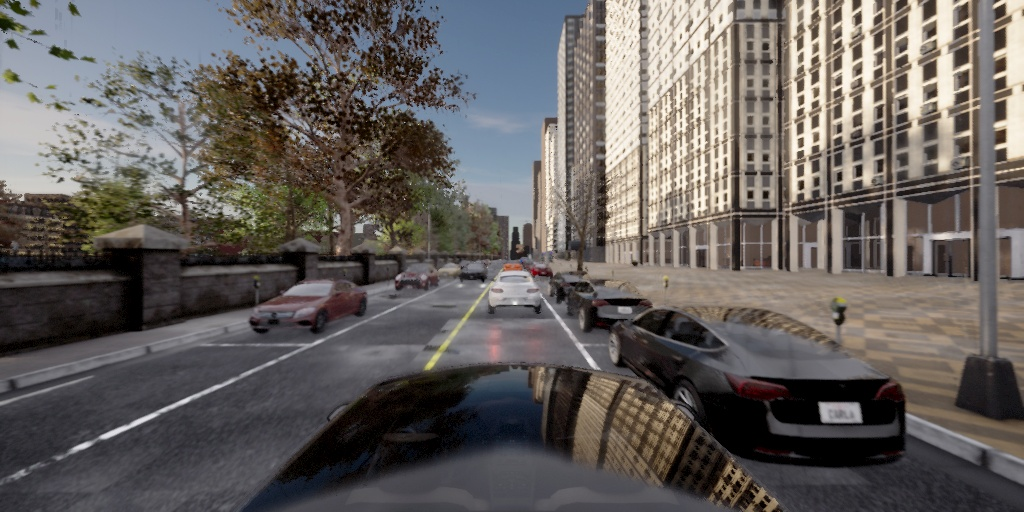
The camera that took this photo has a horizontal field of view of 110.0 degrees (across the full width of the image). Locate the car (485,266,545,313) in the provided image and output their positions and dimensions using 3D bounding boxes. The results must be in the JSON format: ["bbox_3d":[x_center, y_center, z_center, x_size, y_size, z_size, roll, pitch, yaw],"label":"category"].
[{"bbox_3d":[0.099,1.285,13.997,1.812,1.442,4.674,0,0,0],"label":"car"}]

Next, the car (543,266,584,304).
[{"bbox_3d":[2.687,1.328,16.280,1.948,1.339,4.313,0,0,0],"label":"car"}]

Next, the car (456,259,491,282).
[{"bbox_3d":[-3.004,1.281,29.098,1.882,1.535,5.008,0,0,0],"label":"car"}]

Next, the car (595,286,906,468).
[{"bbox_3d":[2.688,1.318,5.015,1.948,1.339,4.313,0,0,0],"label":"car"}]

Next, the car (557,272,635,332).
[{"bbox_3d":[2.687,1.323,10.647,1.948,1.339,4.313,0,0,0],"label":"car"}]

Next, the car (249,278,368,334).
[{"bbox_3d":[-5.693,1.338,10.646,1.802,1.307,4.207,0,0,0],"label":"car"}]

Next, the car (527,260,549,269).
[{"bbox_3d":[2.685,1.327,33.178,1.888,1.381,4.507,0,0,0],"label":"car"}]

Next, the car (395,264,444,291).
[{"bbox_3d":[-5.694,1.207,21.911,1.967,1.591,4.097,0,0,0],"label":"car"}]

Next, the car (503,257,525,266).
[{"bbox_3d":[0.095,1.144,40.516,2.097,1.767,4.553,0,0,0],"label":"car"}]

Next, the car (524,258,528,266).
[{"bbox_3d":[2.684,1.230,38.809,1.967,1.591,4.097,0,0,0],"label":"car"}]

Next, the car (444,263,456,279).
[{"bbox_3d":[-5.695,1.307,33.006,1.751,1.417,4.829,0,0,0],"label":"car"}]
